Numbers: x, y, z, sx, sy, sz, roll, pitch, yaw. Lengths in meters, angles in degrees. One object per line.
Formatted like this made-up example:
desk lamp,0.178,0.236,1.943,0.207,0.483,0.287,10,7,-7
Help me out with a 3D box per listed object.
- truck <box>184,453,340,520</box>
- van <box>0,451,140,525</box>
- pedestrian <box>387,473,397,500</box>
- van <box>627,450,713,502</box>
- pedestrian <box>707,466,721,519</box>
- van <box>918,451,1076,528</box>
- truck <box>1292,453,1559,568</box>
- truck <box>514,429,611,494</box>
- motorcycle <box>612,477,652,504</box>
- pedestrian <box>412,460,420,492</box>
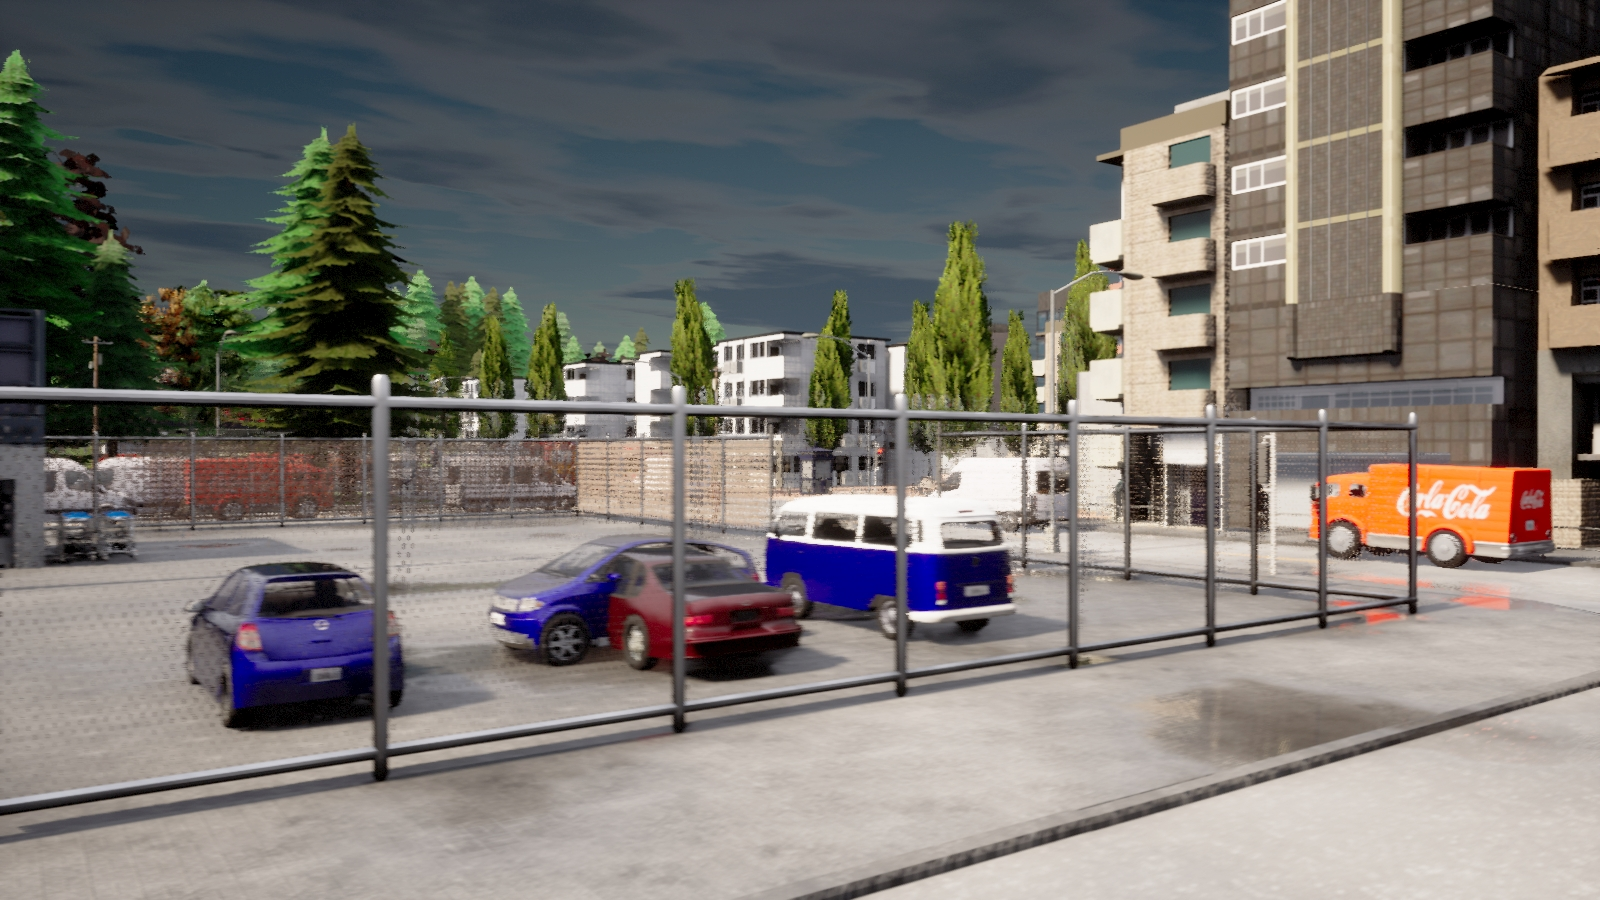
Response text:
truck,-21.122,1.348,44.921,5.204,2.467,2.627,0,0,-35
van,-27.061,1.314,40.788,5.915,2.561,1.988,0,0,-35
pedestrian,-20.293,1.804,56.826,0.375,1.300,0.375,0,0,-38
van,-6.975,1.315,60.726,1.988,2.561,5.915,0,0,-35
pedestrian,-3.045,1.516,40.494,0.375,1.860,0.375,0,0,-39
van,6.925,1.315,40.902,1.988,2.561,5.915,0,0,-35
truck,15.531,1.365,28.648,2.627,2.467,5.204,0,1,-35
truck,-15.030,0.670,71.790,2.891,3.827,8.468,0,0,-35
motorcycle,-8.134,1.962,55.301,0.856,1.236,1.805,0,0,37
pedestrian,-22.320,1.526,66.453,0.375,1.860,0.375,0,0,-35
